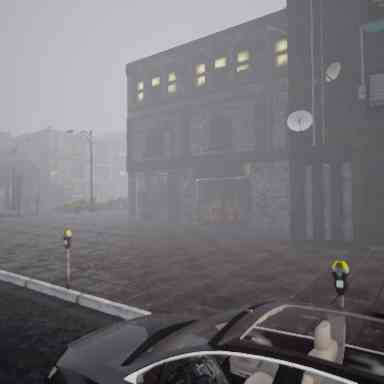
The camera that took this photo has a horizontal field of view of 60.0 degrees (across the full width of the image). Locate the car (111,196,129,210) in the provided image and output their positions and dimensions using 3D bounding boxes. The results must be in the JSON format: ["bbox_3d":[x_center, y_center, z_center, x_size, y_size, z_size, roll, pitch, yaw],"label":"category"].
[{"bbox_3d":[-7.477,1.219,36.897,2.008,1.369,4.403,-1,0,36],"label":"car"}]

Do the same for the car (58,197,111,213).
[{"bbox_3d":[-10.634,1.244,32.561,1.752,1.417,4.829,-1,0,36],"label":"car"}]

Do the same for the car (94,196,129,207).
[{"bbox_3d":[-11.094,1.291,46.166,1.752,1.417,4.829,-1,0,36],"label":"car"}]

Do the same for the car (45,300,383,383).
[{"bbox_3d":[0.676,1.549,2.409,4.403,1.369,2.008,0,-1,36],"label":"car"}]
